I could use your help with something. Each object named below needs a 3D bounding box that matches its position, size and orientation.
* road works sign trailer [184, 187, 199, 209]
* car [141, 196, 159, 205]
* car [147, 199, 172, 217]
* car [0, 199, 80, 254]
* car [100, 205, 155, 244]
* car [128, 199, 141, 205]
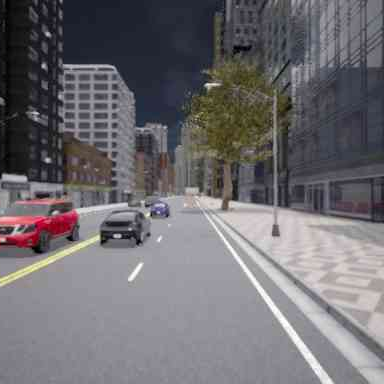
[{"bbox_3d":[-0.040,0.898,54.419,2.380,3.560,2.880,0,0,0],"label":"road works sign trailer"},{"bbox_3d":[-6.585,1.662,55.437,2.150,2.045,5.566,0,0,1],"label":"car"},{"bbox_3d":[-3.174,1.793,33.984,1.812,1.442,4.674,0,0,0],"label":"car"},{"bbox_3d":[-6.611,1.331,14.310,2.150,2.045,5.566,0,0,0],"label":"car"},{"bbox_3d":[-3.162,1.633,16.483,1.837,1.490,4.892,0,0,0],"label":"car"},{"bbox_3d":[-9.830,1.958,57.269,1.837,1.490,4.892,0,0,1],"label":"car"}]
